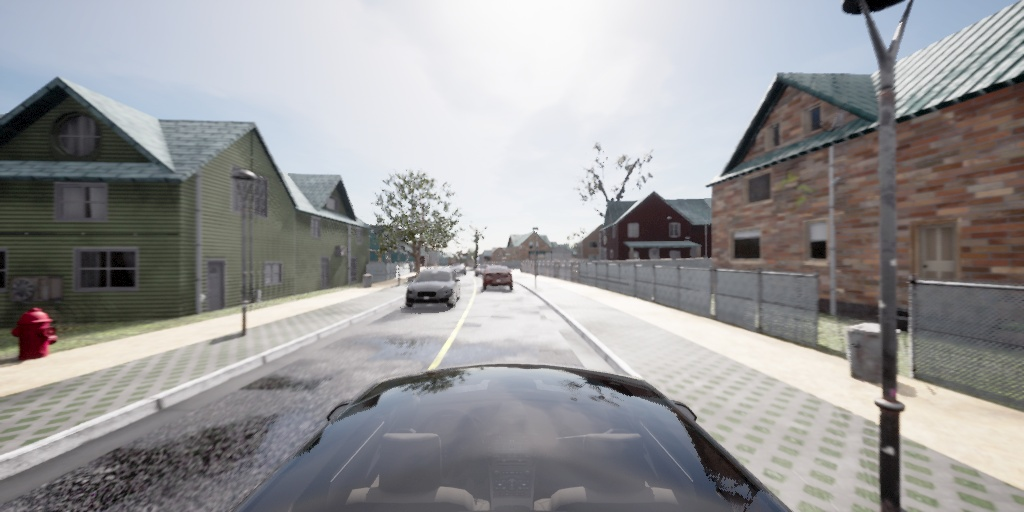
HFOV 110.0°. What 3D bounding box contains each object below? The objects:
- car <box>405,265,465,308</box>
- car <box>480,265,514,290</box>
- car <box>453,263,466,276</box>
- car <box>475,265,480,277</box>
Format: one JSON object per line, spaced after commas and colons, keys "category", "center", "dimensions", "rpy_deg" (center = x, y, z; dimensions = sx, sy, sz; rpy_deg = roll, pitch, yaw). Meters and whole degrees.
{"category": "car", "center": [-3.296, 1.323, 15.689], "dimensions": [1.837, 1.490, 4.892], "rpy_deg": [0, -1, -3]}
{"category": "car", "center": [-1.012, 1.354, 23.954], "dimensions": [1.882, 1.535, 5.008], "rpy_deg": [0, -1, -5]}
{"category": "car", "center": [-6.611, 1.651, 44.288], "dimensions": [2.128, 1.511, 4.902], "rpy_deg": [0, -1, -9]}
{"category": "car", "center": [-3.307, 1.711, 41.870], "dimensions": [1.895, 1.301, 4.718], "rpy_deg": [0, -1, -9]}
